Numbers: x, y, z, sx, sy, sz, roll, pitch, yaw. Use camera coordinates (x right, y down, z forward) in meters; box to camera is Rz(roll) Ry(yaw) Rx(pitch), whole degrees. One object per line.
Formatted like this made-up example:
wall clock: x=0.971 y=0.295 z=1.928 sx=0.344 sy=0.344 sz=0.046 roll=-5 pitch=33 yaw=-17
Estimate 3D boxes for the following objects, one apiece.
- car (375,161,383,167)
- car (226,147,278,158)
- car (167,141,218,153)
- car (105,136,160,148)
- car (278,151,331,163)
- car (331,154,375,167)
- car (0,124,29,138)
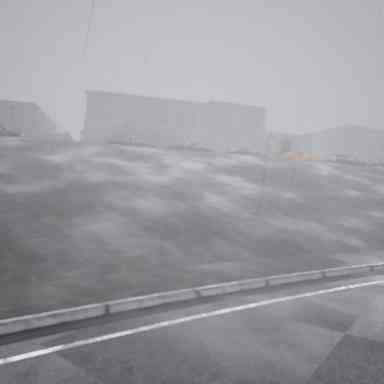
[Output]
car: x=21.715 y=-2.584 z=36.521 sx=4.792 sy=1.488 sz=2.163 roll=3 pitch=-2 yaw=-16
car: x=5.489 y=-3.538 z=32.281 sx=4.674 sy=1.452 sz=2.002 roll=3 pitch=-2 yaw=-12
car: x=0.075 y=-3.888 z=31.118 sx=4.892 sy=1.521 sz=2.231 roll=3 pitch=-2 yaw=-11
car: x=-5.335 y=-4.177 z=30.061 sx=4.892 sy=1.521 sz=2.231 roll=3 pitch=-1 yaw=-11
car: x=10.880 y=-3.261 z=33.562 sx=5.008 sy=1.535 sz=2.097 roll=3 pitch=-2 yaw=-13
car: x=16.224 y=-3.069 z=34.955 sx=4.553 sy=1.767 sz=2.185 roll=3 pitch=-2 yaw=-14
car: x=-16.057 y=-4.851 z=27.984 sx=4.553 sy=1.767 sz=2.185 roll=3 pitch=-1 yaw=-11
